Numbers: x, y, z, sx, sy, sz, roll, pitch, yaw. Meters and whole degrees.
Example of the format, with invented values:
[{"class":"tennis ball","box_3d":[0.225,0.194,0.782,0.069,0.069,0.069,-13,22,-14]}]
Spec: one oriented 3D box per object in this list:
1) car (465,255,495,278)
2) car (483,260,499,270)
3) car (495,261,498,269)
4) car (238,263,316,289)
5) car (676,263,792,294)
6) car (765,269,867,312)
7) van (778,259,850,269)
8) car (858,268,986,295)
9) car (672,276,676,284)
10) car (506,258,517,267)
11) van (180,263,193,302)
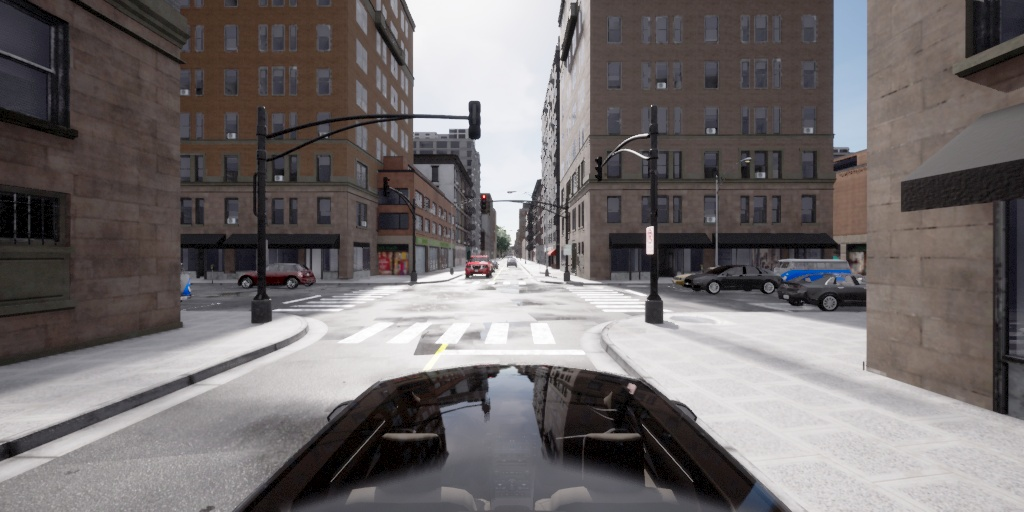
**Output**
[{"class":"car","box_3d":[-3.111,0.961,34.225,2.150,2.045,5.566,0,0,0]},{"class":"car","box_3d":[-3.106,1.287,54.056,1.994,1.385,4.181,0,0,1]},{"class":"car","box_3d":[-3.117,1.259,44.062,1.812,1.442,4.674,0,0,0]},{"class":"car","box_3d":[-14.611,1.172,22.287,4.097,1.591,1.967,0,0,1]},{"class":"car","box_3d":[11.921,1.248,19.465,4.892,1.490,1.837,0,0,-1]},{"class":"car","box_3d":[12.516,1.305,13.490,4.403,1.370,2.007,0,0,1]},{"class":"van","box_3d":[18.253,1.081,21.959,3.998,1.789,1.690,0,0,1]},{"class":"car","box_3d":[21.955,1.346,19.352,4.718,1.301,1.895,0,0,1]},{"class":"car","box_3d":[12.413,1.264,22.017,4.829,1.417,1.751,0,0,1]},{"class":"car","box_3d":[-0.026,1.259,63.766,2.033,1.411,5.357,0,0,0]},{"class":"van","box_3d":[-14.678,1.089,13.761,3.998,1.789,1.690,0,0,1]}]
